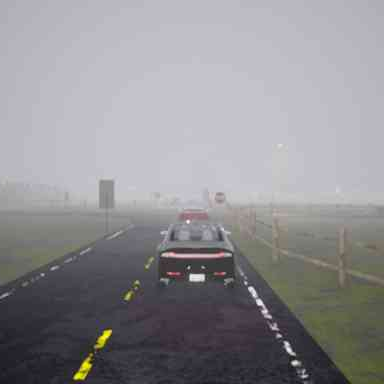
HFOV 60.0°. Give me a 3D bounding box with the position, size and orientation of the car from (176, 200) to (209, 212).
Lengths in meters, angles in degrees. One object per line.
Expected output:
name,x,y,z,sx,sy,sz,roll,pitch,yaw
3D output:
car,0.122,1.551,21.671,1.882,1.535,5.008,0,0,0

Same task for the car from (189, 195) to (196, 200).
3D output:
car,0.107,1.858,81.094,1.895,1.301,4.718,0,0,0

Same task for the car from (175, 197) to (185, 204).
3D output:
car,-2.652,1.841,73.368,1.895,1.301,4.718,0,0,0

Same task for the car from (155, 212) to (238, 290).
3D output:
car,0.108,1.524,9.155,2.128,1.511,4.902,0,0,0

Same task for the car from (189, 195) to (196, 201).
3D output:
car,0.121,1.658,91.066,1.812,1.442,4.674,0,0,0

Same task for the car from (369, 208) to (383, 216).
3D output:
car,21.892,1.914,35.902,4.718,1.301,1.895,1,0,1

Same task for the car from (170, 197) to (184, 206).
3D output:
car,-2.745,1.699,58.436,1.837,1.490,4.892,0,0,0
